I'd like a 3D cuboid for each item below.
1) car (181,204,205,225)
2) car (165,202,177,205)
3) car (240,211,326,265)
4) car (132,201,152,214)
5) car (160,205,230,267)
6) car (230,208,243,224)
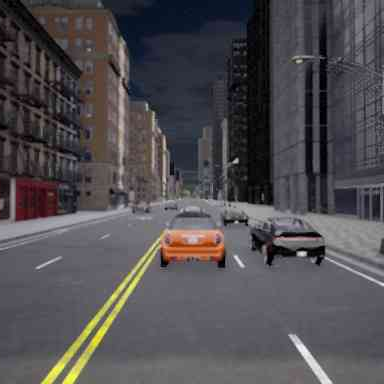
[{"bbox_3d":[0.067,1.879,28.596,1.882,1.535,5.008,0,0,1],"label":"car"},{"bbox_3d":[-3.296,2.324,53.416,1.994,1.385,4.181,0,-1,0],"label":"car"},{"bbox_3d":[3.299,1.664,12.327,2.128,1.511,4.902,0,-1,1],"label":"car"},{"bbox_3d":[-6.576,1.973,43.851,2.097,1.767,4.553,0,-1,0],"label":"car"},{"bbox_3d":[0.050,1.523,12.255,2.097,1.767,4.553,0,-1,1],"label":"car"},{"bbox_3d":[3.299,1.976,26.717,1.895,1.301,4.718,0,-1,1],"label":"car"}]
